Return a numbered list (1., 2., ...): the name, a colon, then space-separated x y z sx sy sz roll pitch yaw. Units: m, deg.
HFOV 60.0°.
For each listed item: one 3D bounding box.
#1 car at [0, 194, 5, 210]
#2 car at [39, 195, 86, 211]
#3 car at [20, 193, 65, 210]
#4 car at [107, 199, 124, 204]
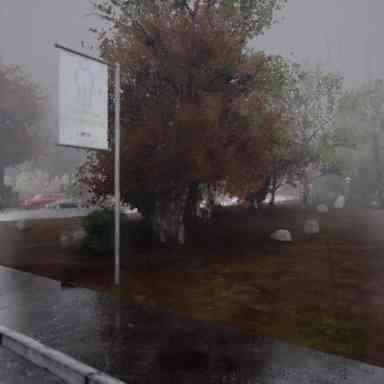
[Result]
1. car: -21.618 1.203 32.802 2.150 2.045 5.566 0 0 39
2. car: -15.391 1.461 40.604 2.128 1.511 4.902 0 0 38
3. car: -18.621 1.192 42.159 2.150 2.045 5.566 0 0 38
4. car: -11.012 1.405 51.903 1.882 1.535 5.008 0 0 37
